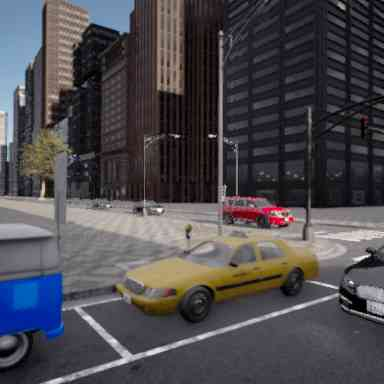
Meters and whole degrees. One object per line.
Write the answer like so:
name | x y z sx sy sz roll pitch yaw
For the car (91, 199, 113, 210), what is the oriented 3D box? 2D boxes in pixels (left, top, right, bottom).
car | -12.659 1.734 46.628 2.128 1.511 4.902 0 -1 -35

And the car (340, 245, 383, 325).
car | 4.842 1.550 6.579 4.902 1.511 2.128 0 0 -37

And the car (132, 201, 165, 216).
car | -4.665 1.698 35.475 2.128 1.511 4.902 0 -1 -36

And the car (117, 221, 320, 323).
car | 0.825 1.562 7.242 4.829 1.417 1.752 1 0 -36

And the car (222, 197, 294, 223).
car | 4.322 1.393 23.005 2.150 2.045 5.566 0 -1 -35

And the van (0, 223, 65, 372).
van | -3.655 1.336 4.041 3.998 1.788 1.690 1 0 -36
